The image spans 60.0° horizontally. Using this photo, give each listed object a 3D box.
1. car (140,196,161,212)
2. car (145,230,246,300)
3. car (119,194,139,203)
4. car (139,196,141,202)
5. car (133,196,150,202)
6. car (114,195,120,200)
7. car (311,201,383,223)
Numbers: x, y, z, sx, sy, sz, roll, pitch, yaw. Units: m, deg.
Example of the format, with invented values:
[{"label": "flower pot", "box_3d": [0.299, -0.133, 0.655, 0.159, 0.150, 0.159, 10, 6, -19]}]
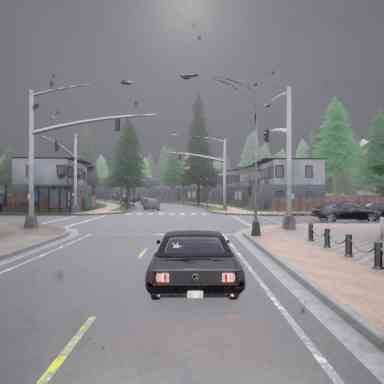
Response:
[{"label": "car", "box_3d": [-4.693, 1.470, 38.917, 1.837, 1.490, 4.892, 0, 0, -4]}, {"label": "car", "box_3d": [0.032, 1.601, 8.349, 1.895, 1.301, 4.718, 0, 0, -1]}, {"label": "car", "box_3d": [-12.661, 1.506, 68.035, 2.033, 1.411, 5.357, 0, 0, -27]}, {"label": "car", "box_3d": [-6.937, 1.491, 53.647, 1.812, 1.442, 4.674, 0, 0, -16]}, {"label": "car", "box_3d": [-10.968, 1.505, 71.945, 1.994, 1.385, 4.181, 0, 0, -36]}, {"label": "car", "box_3d": [-16.972, 1.322, 80.005, 4.674, 1.442, 1.812, 0, 0, 45]}, {"label": "car", "box_3d": [11.341, 1.476, 24.487, 4.902, 1.511, 2.128, 0, 0, 2]}]
